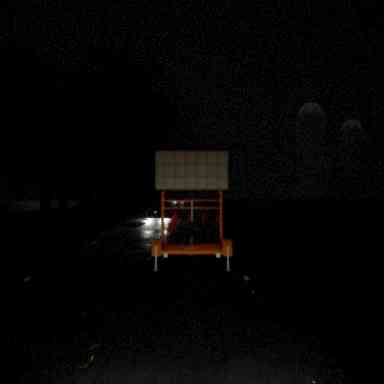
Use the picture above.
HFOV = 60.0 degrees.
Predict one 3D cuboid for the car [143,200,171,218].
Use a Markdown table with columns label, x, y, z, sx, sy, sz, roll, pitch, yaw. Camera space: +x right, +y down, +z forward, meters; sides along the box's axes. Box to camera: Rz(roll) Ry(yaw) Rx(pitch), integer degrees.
| label | x | y | z | sx | sy | sz | roll | pitch | yaw |
| --- | --- | --- | --- | --- | --- | --- | --- | --- | --- |
| car | -2.850 | 1.373 | 27.948 | 1.994 | 1.385 | 4.181 | 0 | 0 | 0 |

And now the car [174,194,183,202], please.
| label | x | y | z | sx | sy | sz | roll | pitch | yaw |
| --- | --- | --- | --- | --- | --- | --- | --- | --- | --- |
| car | -2.757 | 1.231 | 68.979 | 1.812 | 1.442 | 4.674 | 0 | 0 | 0 |

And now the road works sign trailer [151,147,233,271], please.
| label | x | y | z | sx | sy | sz | roll | pitch | yaw |
| --- | --- | --- | --- | --- | --- | --- | --- | --- | --- |
| road works sign trailer | -0.001 | 0.379 | 10.553 | 2.380 | 3.560 | 2.880 | 0 | 0 | 0 |
